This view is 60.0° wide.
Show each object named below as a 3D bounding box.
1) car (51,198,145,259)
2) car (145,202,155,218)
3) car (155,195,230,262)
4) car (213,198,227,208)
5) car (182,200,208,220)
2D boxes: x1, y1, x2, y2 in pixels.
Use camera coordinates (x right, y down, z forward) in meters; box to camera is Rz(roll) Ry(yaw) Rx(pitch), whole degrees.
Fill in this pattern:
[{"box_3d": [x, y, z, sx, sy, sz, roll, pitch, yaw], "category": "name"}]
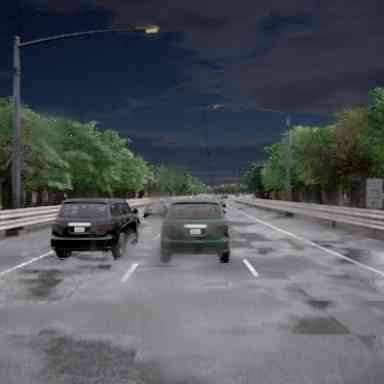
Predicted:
[{"box_3d": [-3.392, 1.235, 12.731, 2.150, 2.045, 5.566, 0, 0, 0], "category": "car"}, {"box_3d": [-3.199, 1.628, 30.606, 1.994, 1.385, 4.181, 0, 0, 1], "category": "car"}, {"box_3d": [0.107, 1.235, 12.236, 2.150, 2.045, 5.566, 0, 0, 0], "category": "car"}, {"box_3d": [4.387, 1.732, 53.247, 2.033, 1.411, 5.357, 0, 0, 2], "category": "car"}, {"box_3d": [0.290, 1.554, 30.020, 2.128, 1.511, 4.902, 0, 0, 1], "category": "car"}]
